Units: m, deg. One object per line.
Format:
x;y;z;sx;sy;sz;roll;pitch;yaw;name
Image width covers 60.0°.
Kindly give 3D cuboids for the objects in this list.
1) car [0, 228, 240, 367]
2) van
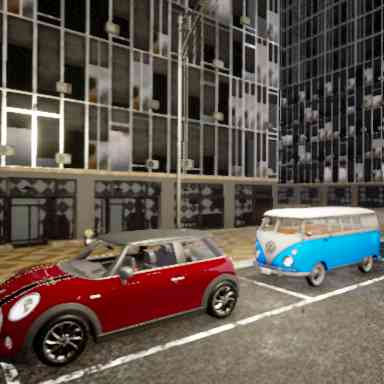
-1.166;1.436;5.717;4.097;1.590;1.967;0;1;-36;car
3.453;1.325;9.015;3.998;1.788;1.690;0;1;-36;van
